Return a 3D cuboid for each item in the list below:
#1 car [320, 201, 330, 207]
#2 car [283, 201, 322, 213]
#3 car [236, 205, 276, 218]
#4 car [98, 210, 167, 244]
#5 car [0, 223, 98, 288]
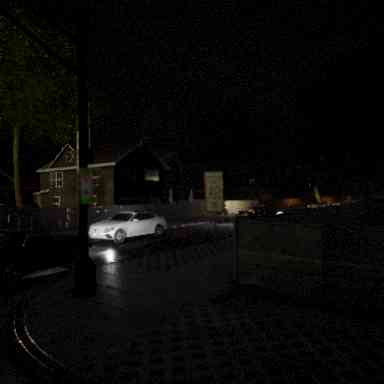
[{"bbox_3d":[17.300,1.903,45.418,1.895,1.301,4.718,-1,-1,36],"label":"car"},{"bbox_3d":[10.129,1.780,30.680,1.895,1.301,4.718,-1,-1,36],"label":"car"},{"bbox_3d":[5.798,1.825,29.737,1.895,1.301,4.718,-1,-1,36],"label":"car"},{"bbox_3d":[-3.208,1.712,17.338,1.812,1.442,4.674,-1,-1,34],"label":"car"},{"bbox_3d":[-4.909,1.712,9.673,1.895,1.301,4.718,-1,-1,14],"label":"car"}]
